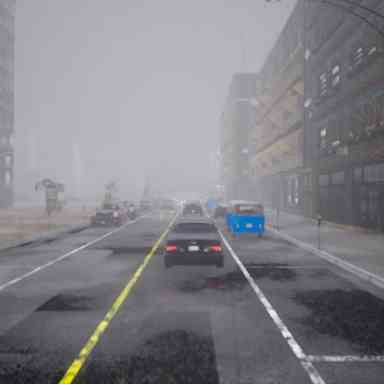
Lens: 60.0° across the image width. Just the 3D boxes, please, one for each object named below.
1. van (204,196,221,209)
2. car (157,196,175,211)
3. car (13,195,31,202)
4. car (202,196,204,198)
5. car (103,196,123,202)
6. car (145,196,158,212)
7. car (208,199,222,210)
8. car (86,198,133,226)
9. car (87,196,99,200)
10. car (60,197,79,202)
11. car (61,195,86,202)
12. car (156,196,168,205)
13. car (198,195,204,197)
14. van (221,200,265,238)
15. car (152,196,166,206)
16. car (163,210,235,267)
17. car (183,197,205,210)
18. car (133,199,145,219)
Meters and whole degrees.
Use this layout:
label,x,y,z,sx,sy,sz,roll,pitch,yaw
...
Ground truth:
label,x,y,z,sx,sy,sz,roll,pitch,yaw
van,2.710,1.376,40.183,1.690,1.788,3.998,1,0,0
car,-3.092,1.583,41.997,2.033,1.411,5.357,0,0,0
car,-42.900,1.601,83.329,5.009,1.841,2.192,0,-1,1
car,2.708,1.602,45.828,1.947,1.339,4.313,1,0,0
car,-19.705,1.728,83.050,4.403,1.369,2.008,0,-1,1
car,-5.640,1.580,40.151,1.887,1.381,4.507,1,0,0
car,2.705,1.575,28.891,1.887,1.381,4.507,1,0,0
car,-5.648,1.466,23.213,1.967,1.590,4.097,1,0,0
car,-25.186,1.769,83.127,4.313,1.339,1.947,0,-1,1
car,-30.666,1.810,83.202,4.206,1.307,1.802,0,-1,1
car,-26.365,1.524,74.505,4.097,1.590,1.967,0,-1,1
car,-5.637,1.581,62.734,1.887,1.381,4.507,1,0,0
car,2.716,1.567,95.253,2.008,1.369,4.403,1,0,0
van,2.706,1.362,17.597,1.690,1.788,3.998,1,0,0
car,-5.636,1.477,57.089,1.967,1.590,4.097,1,0,0
car,0.067,1.562,11.434,2.033,1.411,5.357,0,0,0
car,0.094,1.558,32.543,1.812,1.442,4.674,0,0,0
car,-5.641,1.470,28.860,1.967,1.590,4.097,1,0,0
